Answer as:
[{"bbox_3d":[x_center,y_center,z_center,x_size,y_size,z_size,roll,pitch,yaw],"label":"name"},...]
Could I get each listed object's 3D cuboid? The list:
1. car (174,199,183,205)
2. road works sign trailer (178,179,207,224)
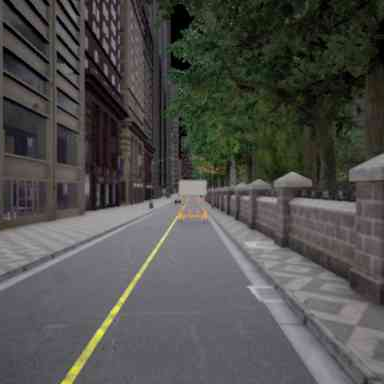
[{"bbox_3d":[-2.951,2.059,71.754,1.895,1.301,4.718,0,0,0],"label":"car"},{"bbox_3d":[0.057,0.708,27.451,2.380,3.560,2.880,0,0,-1],"label":"road works sign trailer"}]
